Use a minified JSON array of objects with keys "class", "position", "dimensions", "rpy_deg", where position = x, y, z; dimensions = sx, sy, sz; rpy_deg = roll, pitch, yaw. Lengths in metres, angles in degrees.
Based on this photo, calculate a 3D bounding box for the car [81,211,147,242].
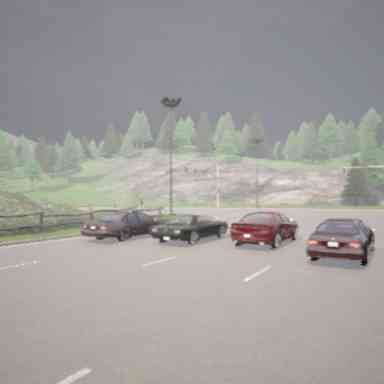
[{"class":"car","position":[-3.343,1.747,17.824],"dimensions":[2.033,1.411,5.357],"rpy_deg":[0,-1,32]}]

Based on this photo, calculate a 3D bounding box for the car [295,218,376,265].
[{"class":"car","position":[5.634,1.674,12.373],"dimensions":[2.033,1.411,5.357],"rpy_deg":[0,-1,31]}]

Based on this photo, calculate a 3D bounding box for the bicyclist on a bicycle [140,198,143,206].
[{"class":"bicyclist on a bicycle","position":[-9.263,1.979,61.276],"dimensions":[0.582,1.620,1.656],"rpy_deg":[0,0,11]}]

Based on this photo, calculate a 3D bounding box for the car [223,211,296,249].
[{"class":"car","position":[3.548,1.642,15.647],"dimensions":[1.882,1.535,5.008],"rpy_deg":[0,0,32]}]

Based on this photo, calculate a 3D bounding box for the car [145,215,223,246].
[{"class":"car","position":[0.039,1.782,16.632],"dimensions":[1.895,1.301,4.718],"rpy_deg":[0,-1,32]}]
